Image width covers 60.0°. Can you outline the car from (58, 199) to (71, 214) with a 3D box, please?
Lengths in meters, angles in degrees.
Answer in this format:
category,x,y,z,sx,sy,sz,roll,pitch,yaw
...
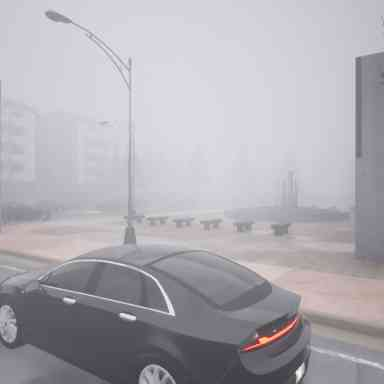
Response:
category,x,y,z,sx,sy,sz,roll,pitch,yaw
car,-14.879,1.505,32.959,1.837,1.490,4.892,0,0,34

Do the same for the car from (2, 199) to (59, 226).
category,x,y,z,sx,sy,sz,roll,pitch,yaw
car,-12.454,1.491,23.633,2.128,1.511,4.902,0,0,33

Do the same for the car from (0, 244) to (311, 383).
category,x,y,z,sx,sy,sz,roll,pitch,yaw
car,-0.922,1.505,4.649,4.892,1.490,1.837,0,0,35

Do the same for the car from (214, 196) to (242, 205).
category,x,y,z,sx,sy,sz,roll,pitch,yaw
car,6.199,1.477,57.059,5.008,1.535,1.882,0,0,-24

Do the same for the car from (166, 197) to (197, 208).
category,x,y,z,sx,sy,sz,roll,pitch,yaw
car,-1.568,1.491,48.310,4.902,1.511,2.128,0,0,-37

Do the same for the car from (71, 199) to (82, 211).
category,x,y,z,sx,sy,sz,roll,pitch,yaw
car,-15.100,1.526,38.818,1.812,1.442,4.674,0,0,36

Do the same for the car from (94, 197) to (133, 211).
category,x,y,z,sx,sy,sz,roll,pitch,yaw
car,-9.670,1.564,40.192,1.994,1.385,4.181,0,0,39

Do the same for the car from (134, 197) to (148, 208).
category,x,y,z,sx,sy,sz,roll,pitch,yaw
car,-8.507,1.504,46.891,4.892,1.490,1.837,0,0,-44
